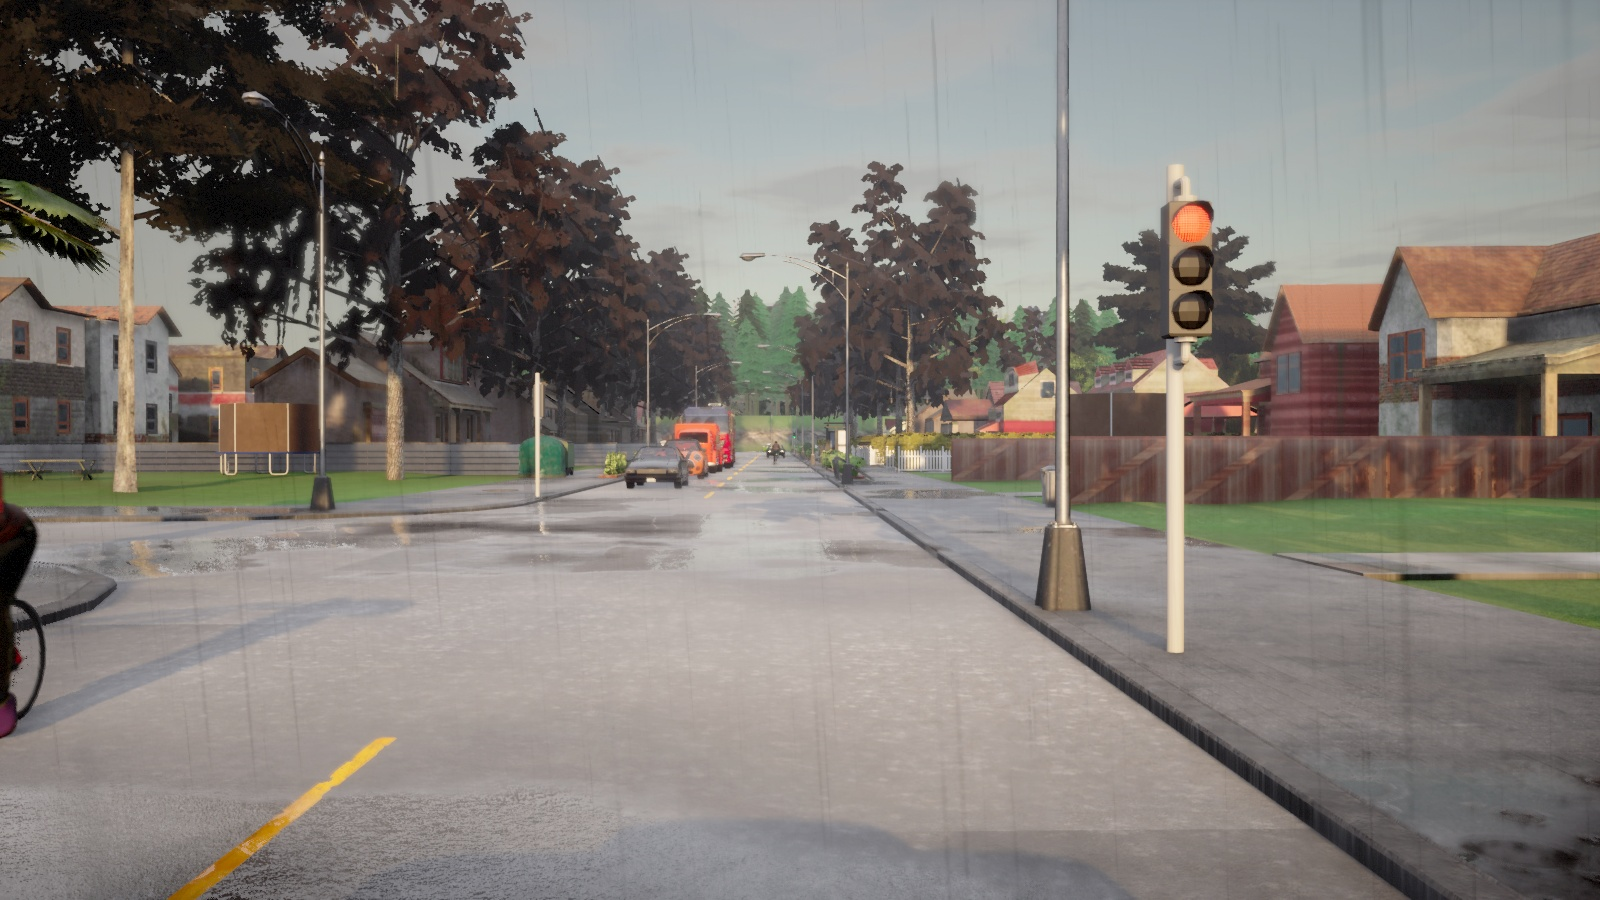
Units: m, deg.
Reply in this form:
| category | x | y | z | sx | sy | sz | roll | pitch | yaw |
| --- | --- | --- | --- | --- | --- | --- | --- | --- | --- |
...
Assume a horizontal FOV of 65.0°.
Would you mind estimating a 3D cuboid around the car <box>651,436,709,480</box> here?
| category | x | y | z | sx | sy | sz | roll | pitch | yaw |
| --- | --- | --- | --- | --- | --- | --- | --- | --- | --- |
| car | -4.985 | 0.303 | 52.843 | 2.097 | 1.767 | 4.553 | 0 | 0 | -1 |

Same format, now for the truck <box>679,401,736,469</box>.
| category | x | y | z | sx | sy | sz | roll | pitch | yaw |
| --- | --- | --- | --- | --- | --- | --- | --- | --- | --- |
| truck | -5.423 | -0.846 | 74.966 | 2.891 | 3.827 | 8.468 | 0 | 0 | -1 |

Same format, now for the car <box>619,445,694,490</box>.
| category | x | y | z | sx | sy | sz | roll | pitch | yaw |
| --- | --- | --- | --- | --- | --- | --- | --- | --- | --- |
| car | -4.789 | 0.549 | 42.690 | 2.033 | 1.411 | 5.357 | 0 | 0 | -1 |

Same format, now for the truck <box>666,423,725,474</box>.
| category | x | y | z | sx | sy | sz | roll | pitch | yaw |
| --- | --- | --- | --- | --- | --- | --- | --- | --- | --- |
| truck | -5.189 | -0.100 | 63.075 | 2.627 | 2.467 | 5.204 | 0 | 0 | -1 |

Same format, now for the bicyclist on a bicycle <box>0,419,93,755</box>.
| category | x | y | z | sx | sy | sz | roll | pitch | yaw |
| --- | --- | --- | --- | --- | --- | --- | --- | --- | --- |
| bicyclist on a bicycle | -4.157 | 0.661 | 6.101 | 0.582 | 1.620 | 1.656 | 0 | 1 | -3 |
